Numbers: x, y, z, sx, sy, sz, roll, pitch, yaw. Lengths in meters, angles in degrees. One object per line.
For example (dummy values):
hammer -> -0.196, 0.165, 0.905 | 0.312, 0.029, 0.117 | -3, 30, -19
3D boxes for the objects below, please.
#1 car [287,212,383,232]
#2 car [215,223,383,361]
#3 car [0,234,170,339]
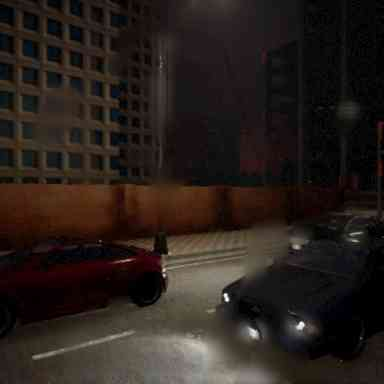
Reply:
car -> 5.360, 1.504, 12.074 | 4.902, 1.511, 2.128 | 0, 0, -35
car -> 3.000, 1.554, 6.113 | 5.357, 1.411, 2.033 | 0, 0, -35
car -> -2.534, 1.566, 6.474 | 4.181, 1.385, 1.994 | 0, 0, -35
